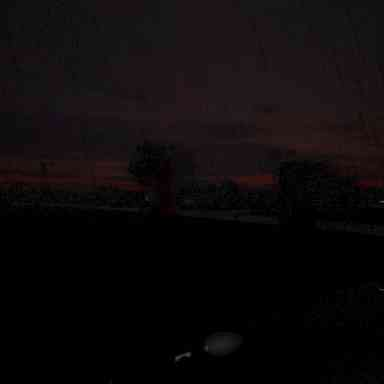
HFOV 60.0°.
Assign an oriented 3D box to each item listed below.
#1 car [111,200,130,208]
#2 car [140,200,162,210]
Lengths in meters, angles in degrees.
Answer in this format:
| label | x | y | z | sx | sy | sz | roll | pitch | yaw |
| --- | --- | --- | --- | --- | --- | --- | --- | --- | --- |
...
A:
| label | x | y | z | sx | sy | sz | roll | pitch | yaw |
| --- | --- | --- | --- | --- | --- | --- | --- | --- | --- |
| car | -12.993 | 2.086 | 60.152 | 1.882 | 1.535 | 5.008 | 0 | -1 | -36 |
| car | -6.205 | 1.976 | 50.759 | 1.812 | 1.442 | 4.674 | 0 | -1 | -35 |
